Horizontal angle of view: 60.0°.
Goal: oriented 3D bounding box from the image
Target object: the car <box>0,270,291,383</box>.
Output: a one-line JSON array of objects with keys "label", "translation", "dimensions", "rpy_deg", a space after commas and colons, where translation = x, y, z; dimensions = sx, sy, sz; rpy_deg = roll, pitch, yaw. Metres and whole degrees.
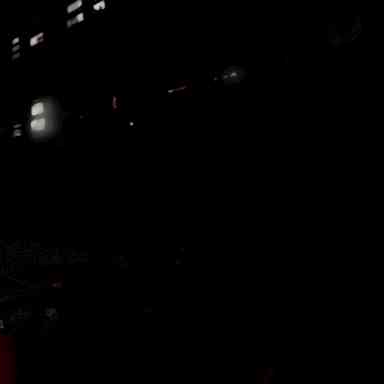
[{"label": "car", "translation": [-1.254, 1.562, 3.638], "dimensions": [4.507, 1.381, 1.887], "rpy_deg": [0, -2, 36]}]
